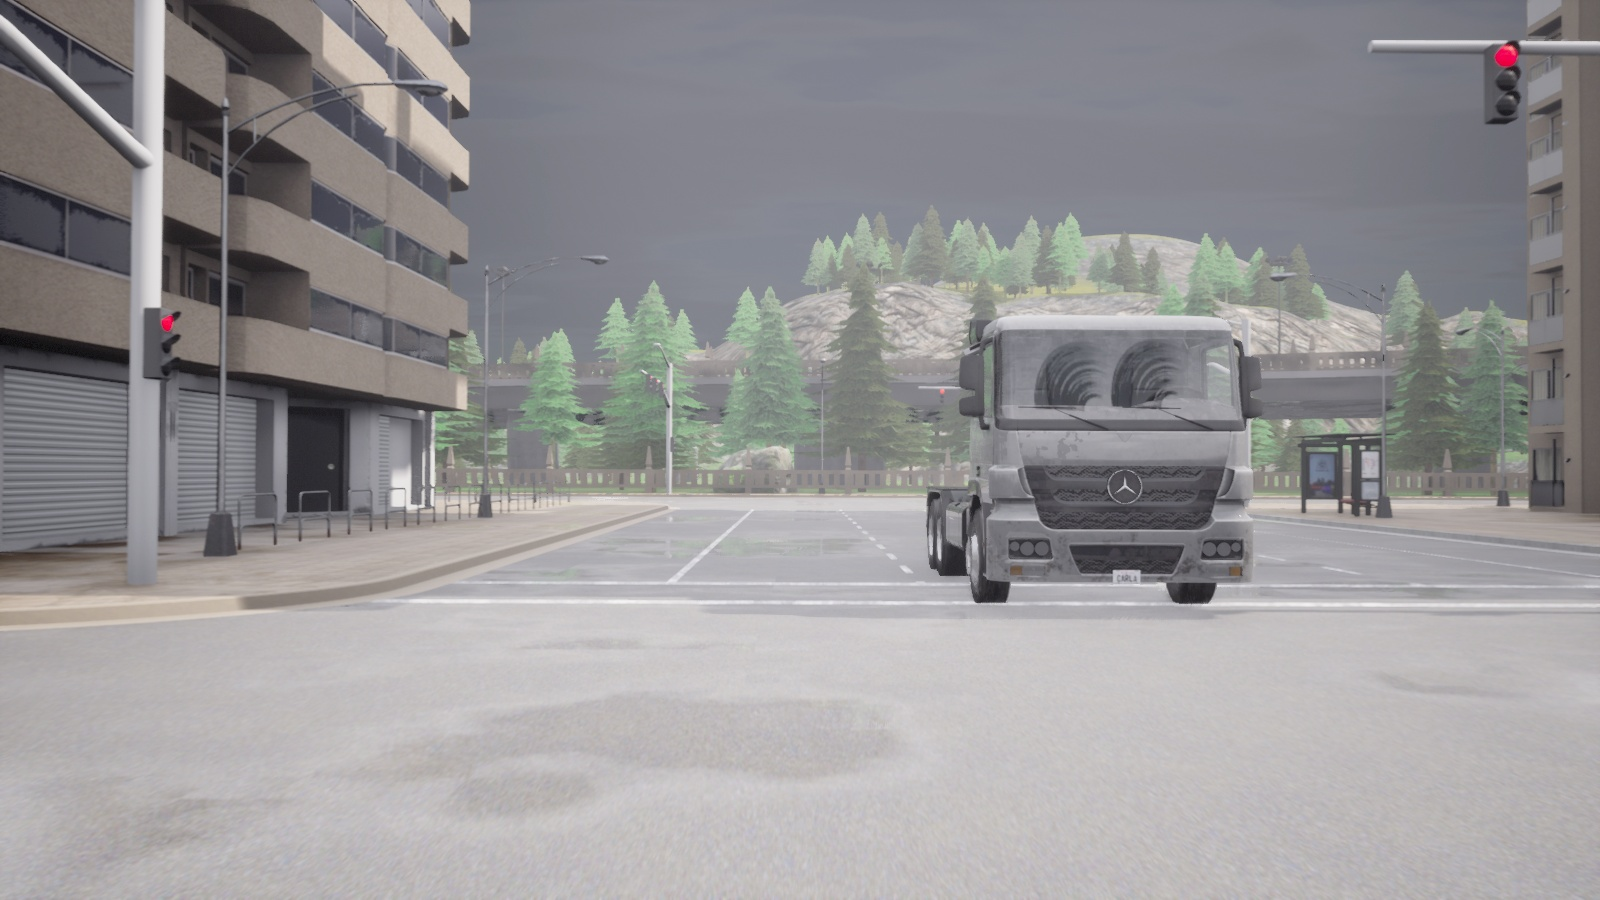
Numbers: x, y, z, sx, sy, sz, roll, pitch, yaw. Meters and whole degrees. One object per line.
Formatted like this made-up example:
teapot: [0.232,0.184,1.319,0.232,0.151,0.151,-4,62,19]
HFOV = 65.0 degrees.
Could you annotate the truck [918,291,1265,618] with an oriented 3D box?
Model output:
truck: [3.456,0.108,17.276,2.891,3.462,7.936,0,-1,0]
